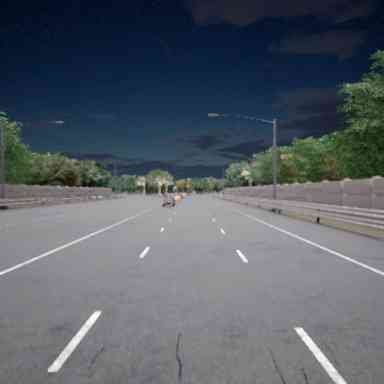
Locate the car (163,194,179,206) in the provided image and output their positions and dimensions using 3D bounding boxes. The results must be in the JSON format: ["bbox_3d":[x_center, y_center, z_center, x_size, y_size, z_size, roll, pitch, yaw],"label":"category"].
[{"bbox_3d":[-3.518,1.445,52.086,2.033,1.411,5.357,0,0,0],"label":"car"}]

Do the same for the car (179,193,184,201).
[{"bbox_3d":[-3.527,1.256,77.552,2.097,1.767,4.553,0,0,0],"label":"car"}]
